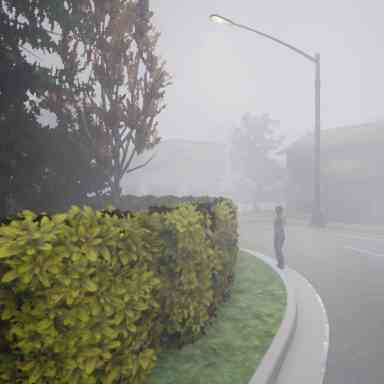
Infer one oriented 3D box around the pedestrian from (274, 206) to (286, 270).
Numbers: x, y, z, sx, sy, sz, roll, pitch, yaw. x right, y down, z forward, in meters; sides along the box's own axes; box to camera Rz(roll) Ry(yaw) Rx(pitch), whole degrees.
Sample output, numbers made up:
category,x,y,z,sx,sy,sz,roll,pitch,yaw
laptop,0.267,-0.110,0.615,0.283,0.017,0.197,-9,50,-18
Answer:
category,x,y,z,sx,sy,sz,roll,pitch,yaw
pedestrian,2.558,1.294,9.645,0.375,1.860,0.375,0,0,-3
